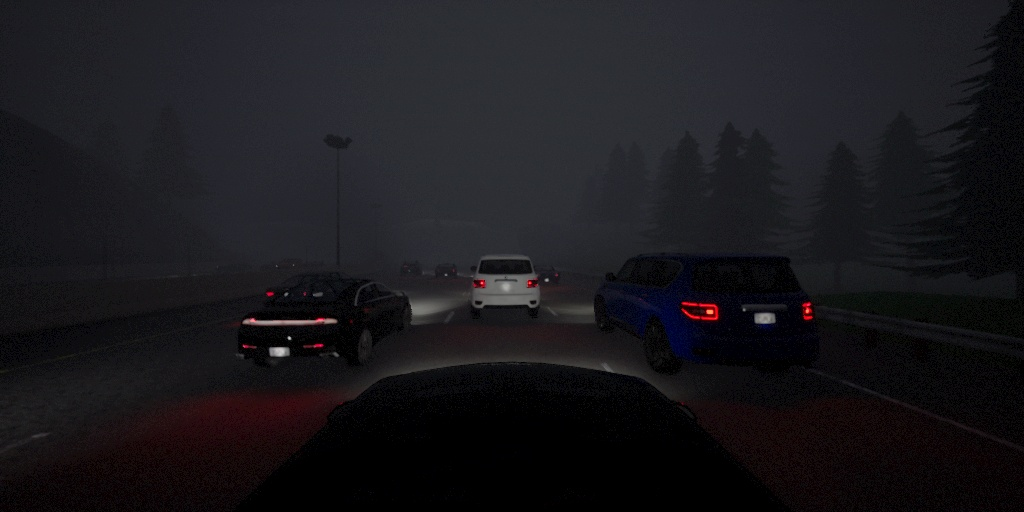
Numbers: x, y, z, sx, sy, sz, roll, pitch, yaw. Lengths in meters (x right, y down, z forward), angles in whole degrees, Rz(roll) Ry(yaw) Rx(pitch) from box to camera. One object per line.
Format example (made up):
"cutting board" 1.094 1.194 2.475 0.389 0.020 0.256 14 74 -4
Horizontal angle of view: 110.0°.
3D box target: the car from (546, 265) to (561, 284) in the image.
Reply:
"car" 2.053 1.286 25.888 1.895 1.301 4.718 0 0 -7

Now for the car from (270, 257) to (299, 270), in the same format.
"car" -25.585 1.051 41.485 2.097 1.767 4.553 0 0 -12

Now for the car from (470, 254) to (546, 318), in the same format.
"car" -0.324 0.945 13.051 2.150 2.045 5.566 0 0 -3

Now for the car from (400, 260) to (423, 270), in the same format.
"car" -10.065 1.175 36.022 2.128 1.511 4.902 0 0 -10

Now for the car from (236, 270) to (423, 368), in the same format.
"car" -3.607 1.233 7.868 2.128 1.511 4.902 0 0 -2

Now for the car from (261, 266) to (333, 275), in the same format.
"car" -7.381 1.281 14.090 2.033 1.411 5.357 0 0 -4

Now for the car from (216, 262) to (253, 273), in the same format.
"car" -33.002 1.312 42.651 1.895 1.301 4.718 0 0 -13

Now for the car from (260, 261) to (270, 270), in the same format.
"car" -30.111 1.299 45.617 1.895 1.301 4.718 0 0 -14

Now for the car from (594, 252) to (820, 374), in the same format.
"car" 3.424 0.950 7.658 2.150 2.045 5.566 0 0 -2

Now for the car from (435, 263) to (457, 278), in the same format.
"car" -5.896 1.285 32.378 1.895 1.301 4.718 0 0 -9

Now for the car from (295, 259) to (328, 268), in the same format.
"car" -21.511 1.262 39.103 1.994 1.385 4.181 0 0 -11
